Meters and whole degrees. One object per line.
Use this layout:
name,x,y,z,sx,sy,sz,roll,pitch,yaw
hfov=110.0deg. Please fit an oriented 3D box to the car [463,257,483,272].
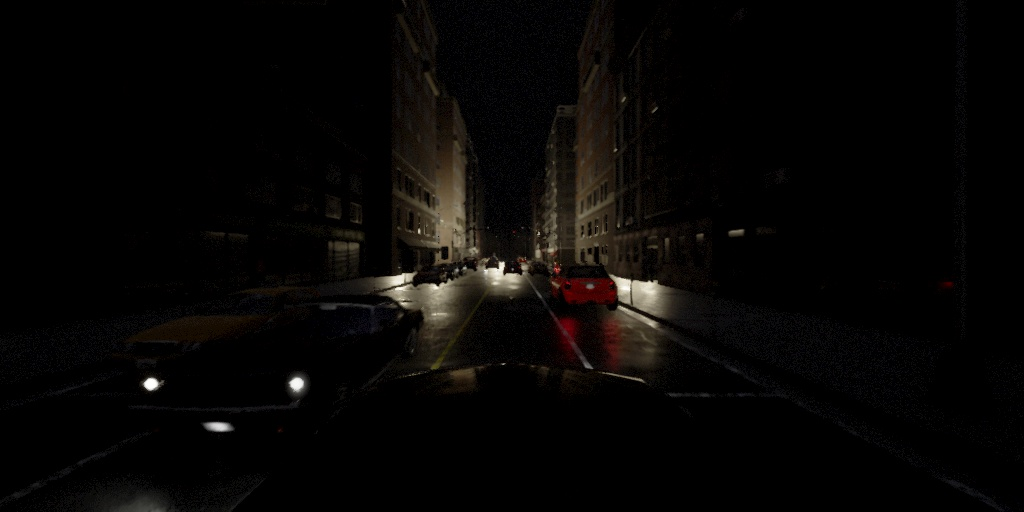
car,-5.386,0.995,45.756,2.192,1.841,5.009,0,0,0

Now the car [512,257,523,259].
car,0.003,1.171,46.466,2.128,1.511,4.902,0,0,0

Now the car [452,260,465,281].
car,-5.387,1.262,29.518,2.007,1.370,4.403,0,0,0

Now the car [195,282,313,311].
car,-5.388,1.268,7.696,1.751,1.417,4.829,0,0,0

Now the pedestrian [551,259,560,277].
pedestrian,2.177,1.023,17.485,0.375,1.860,0.375,0,0,-5

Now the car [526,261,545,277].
car,2.639,1.227,35.091,1.751,1.417,4.829,0,0,0

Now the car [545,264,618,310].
car,2.750,1.084,14.729,2.097,1.767,4.553,0,0,0

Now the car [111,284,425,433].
car,-2.849,1.346,5.685,1.895,1.301,4.718,0,0,0

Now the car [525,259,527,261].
car,2.639,1.273,40.334,1.802,1.307,4.207,0,0,0

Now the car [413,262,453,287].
car,-5.387,1.303,24.105,1.802,1.307,4.207,0,0,0

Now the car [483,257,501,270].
car,-2.748,1.212,51.074,1.812,1.442,4.674,0,0,0

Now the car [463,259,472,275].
car,-5.386,1.252,34.931,2.007,1.370,4.403,0,0,0

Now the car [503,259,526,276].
car,0.069,1.262,36.597,1.994,1.385,4.181,0,0,0
